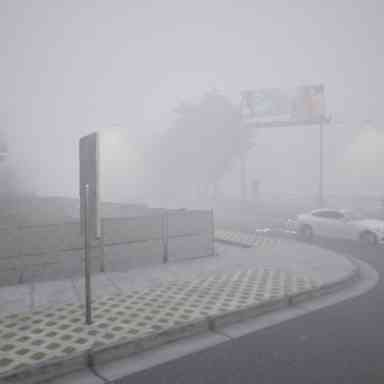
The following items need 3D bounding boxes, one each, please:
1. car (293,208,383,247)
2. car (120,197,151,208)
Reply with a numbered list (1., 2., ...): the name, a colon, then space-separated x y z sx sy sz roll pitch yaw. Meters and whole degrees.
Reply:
1. car: 6.791 1.459 14.993 1.812 1.442 4.674 -1 1 -36
2. car: -5.674 1.169 33.206 1.994 1.385 4.181 -1 1 -32
